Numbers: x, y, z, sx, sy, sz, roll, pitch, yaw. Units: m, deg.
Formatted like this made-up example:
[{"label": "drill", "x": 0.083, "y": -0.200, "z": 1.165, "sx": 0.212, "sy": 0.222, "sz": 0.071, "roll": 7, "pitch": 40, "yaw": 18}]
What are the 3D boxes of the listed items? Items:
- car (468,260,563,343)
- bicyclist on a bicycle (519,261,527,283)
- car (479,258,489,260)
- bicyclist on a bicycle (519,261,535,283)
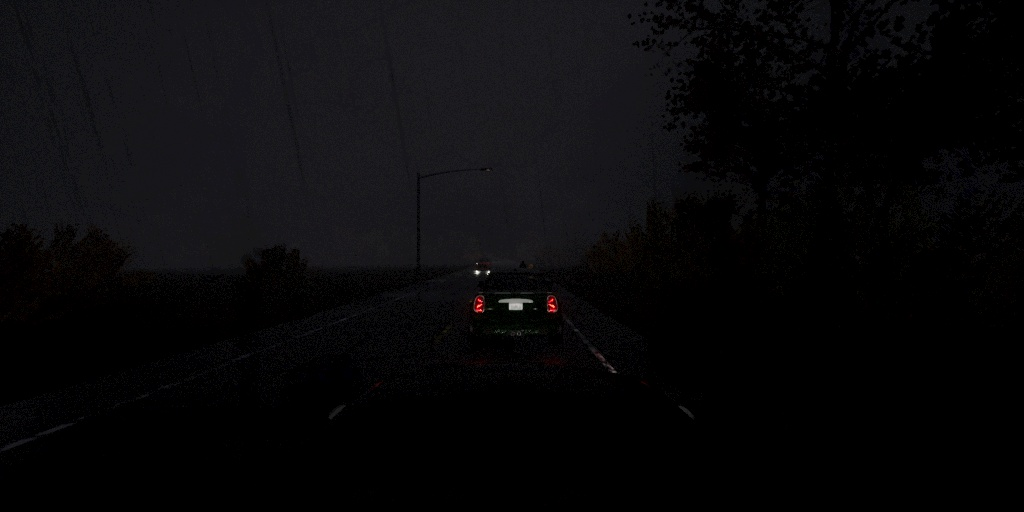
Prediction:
[{"label": "car", "x": 0.073, "y": 1.099, "z": 9.783, "sx": 2.097, "sy": 1.767, "sz": 4.553, "roll": 0, "pitch": 0, "yaw": 0}, {"label": "bicyclist on a bicycle", "x": 0.842, "y": 1.192, "z": 27.244, "sx": 0.582, "sy": 1.620, "sz": 1.656, "roll": 0, "pitch": 0, "yaw": 0}, {"label": "car", "x": -3.935, "y": 1.087, "z": 49.546, "sx": 2.097, "sy": 1.767, "sz": 4.553, "roll": 0, "pitch": 0, "yaw": -1}, {"label": "bicyclist on a bicycle", "x": 0.904, "y": 1.180, "z": 17.127, "sx": 0.866, "sy": 1.612, "sz": 1.509, "roll": 0, "pitch": 0, "yaw": 0}]
